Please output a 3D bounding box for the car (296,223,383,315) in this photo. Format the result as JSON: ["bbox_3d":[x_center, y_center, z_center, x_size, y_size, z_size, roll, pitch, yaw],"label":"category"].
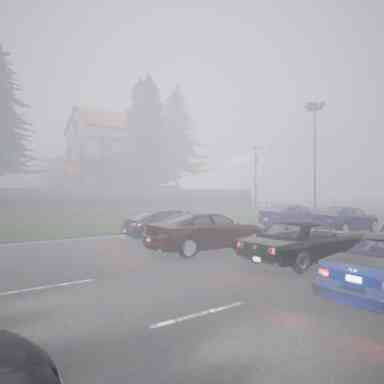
[{"bbox_3d":[4.837,1.553,7.206,5.357,1.411,2.033,0,0,-35],"label":"car"}]

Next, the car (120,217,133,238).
[{"bbox_3d":[-1.086,1.531,15.887,4.674,1.442,1.812,0,0,-36],"label":"car"}]

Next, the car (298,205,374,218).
[{"bbox_3d":[8.328,1.489,18.309,5.008,1.535,1.882,0,0,-36],"label":"car"}]

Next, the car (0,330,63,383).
[{"bbox_3d":[-3.151,1.489,1.513,4.902,1.511,2.128,0,0,-35],"label":"car"}]

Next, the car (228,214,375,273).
[{"bbox_3d":[3.633,1.607,10.653,4.718,1.301,1.895,0,0,-35],"label":"car"}]

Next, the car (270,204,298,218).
[{"bbox_3d":[6.384,1.489,21.220,5.008,1.535,1.882,0,0,-36],"label":"car"}]

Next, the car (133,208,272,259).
[{"bbox_3d":[0.535,1.483,12.750,5.008,1.535,1.882,0,0,-35],"label":"car"}]

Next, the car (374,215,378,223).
[{"bbox_3d":[10.799,1.575,15.775,4.181,1.385,1.994,0,0,-36],"label":"car"}]
